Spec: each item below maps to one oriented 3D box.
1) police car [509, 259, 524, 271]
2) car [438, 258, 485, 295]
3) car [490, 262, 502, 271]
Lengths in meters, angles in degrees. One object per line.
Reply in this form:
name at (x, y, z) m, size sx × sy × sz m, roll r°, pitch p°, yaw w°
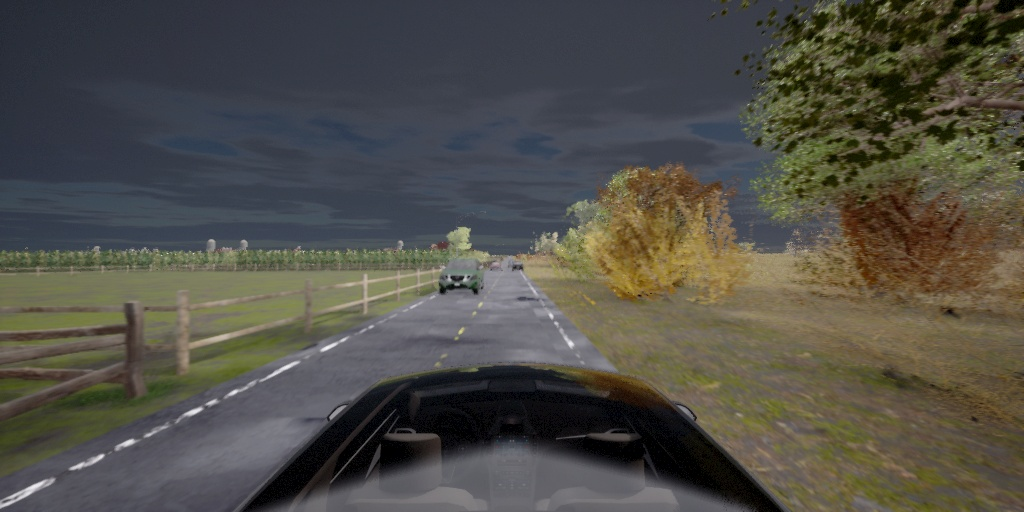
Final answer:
police car at (0.951, 1.633, 58.850) m, size 1.930 × 1.638 × 5.238 m, roll 0°, pitch 0°, yaw 0°
car at (-2.851, 1.143, 21.366) m, size 2.150 × 2.045 × 5.566 m, roll 0°, pitch 0°, yaw 0°
car at (-2.782, 1.753, 62.443) m, size 1.812 × 1.442 × 4.674 m, roll 0°, pitch 0°, yaw 1°
